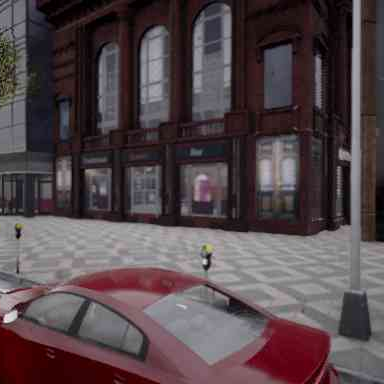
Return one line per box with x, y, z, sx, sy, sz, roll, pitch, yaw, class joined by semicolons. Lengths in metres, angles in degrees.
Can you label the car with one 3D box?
-0.837;1.535;3.670;4.507;1.381;1.887;0;0;35;car
